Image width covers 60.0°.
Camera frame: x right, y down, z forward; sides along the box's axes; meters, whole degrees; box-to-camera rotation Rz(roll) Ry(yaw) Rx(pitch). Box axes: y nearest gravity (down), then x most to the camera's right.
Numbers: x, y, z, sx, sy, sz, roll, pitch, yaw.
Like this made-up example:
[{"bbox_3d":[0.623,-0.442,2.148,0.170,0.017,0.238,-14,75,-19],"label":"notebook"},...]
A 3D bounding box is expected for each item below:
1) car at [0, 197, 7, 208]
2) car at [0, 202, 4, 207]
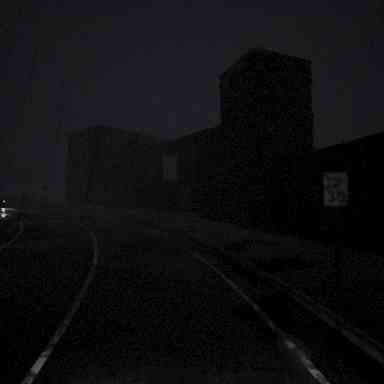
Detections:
[{"bbox_3d":[-23.606,1.109,39.469,1.895,1.301,4.718,4,-2,-45],"label":"car"},{"bbox_3d":[-3.766,1.231,2.222,2.150,2.045,5.566,0,0,-4],"label":"car"}]
